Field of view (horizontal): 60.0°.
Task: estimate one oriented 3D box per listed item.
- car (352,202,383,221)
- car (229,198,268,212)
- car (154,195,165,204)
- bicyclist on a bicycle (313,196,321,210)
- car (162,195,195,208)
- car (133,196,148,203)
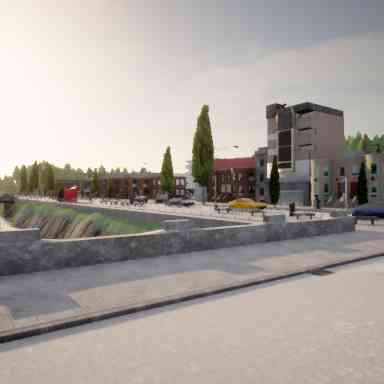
[{"bbox_3d":[14.725,1.526,25.421,1.812,1.442,4.674,0,0,-34],"label":"car"},{"bbox_3d":[6.249,1.478,37.402,1.882,1.535,5.008,0,0,-35],"label":"car"},{"bbox_3d":[-5.044,1.352,60.515,2.097,1.767,4.553,0,0,-36],"label":"car"},{"bbox_3d":[14.931,1.349,39.684,1.656,1.620,0.582,0,0,-35],"label":"bicyclist on a bicycle"},{"bbox_3d":[-1.724,1.548,48.636,2.033,1.411,5.357,0,0,-35],"label":"car"},{"bbox_3d":[-10.772,1.526,68.555,1.812,1.442,4.674,0,0,-36],"label":"car"}]
